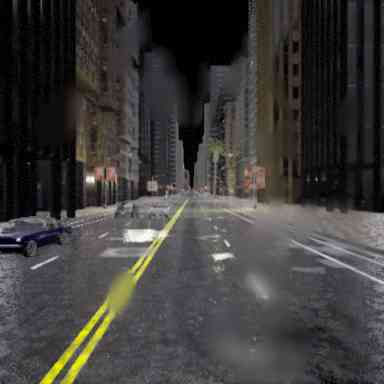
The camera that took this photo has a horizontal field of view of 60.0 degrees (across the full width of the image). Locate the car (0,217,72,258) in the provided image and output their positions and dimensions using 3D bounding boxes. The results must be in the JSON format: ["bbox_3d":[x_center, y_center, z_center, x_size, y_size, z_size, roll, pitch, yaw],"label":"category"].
[{"bbox_3d":[-6.563,1.713,13.371,1.895,1.301,4.718,0,0,0],"label":"car"}]

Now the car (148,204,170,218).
[{"bbox_3d":[-3.262,1.863,33.618,1.895,1.301,4.718,0,0,0],"label":"car"}]

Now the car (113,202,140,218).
[{"bbox_3d":[-6.512,1.784,33.641,1.812,1.442,4.674,0,0,0],"label":"car"}]
